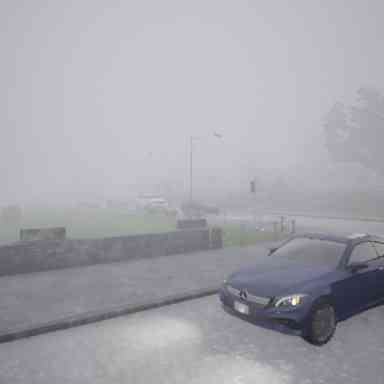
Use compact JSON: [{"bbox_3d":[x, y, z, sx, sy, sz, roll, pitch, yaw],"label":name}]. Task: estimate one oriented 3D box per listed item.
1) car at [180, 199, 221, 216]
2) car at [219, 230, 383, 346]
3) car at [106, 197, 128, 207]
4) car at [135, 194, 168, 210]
[{"bbox_3d":[0.785,1.478,33.139,1.882,1.535,5.008,0,0,-36],"label":"car"},{"bbox_3d":[2.657,1.526,6.488,4.674,1.442,1.812,0,0,-36],"label":"car"},{"bbox_3d":[-11.298,1.478,50.147,1.882,1.535,5.008,0,0,-35],"label":"car"},{"bbox_3d":[-5.172,1.223,41.499,2.150,2.045,5.566,0,0,-36],"label":"car"}]
